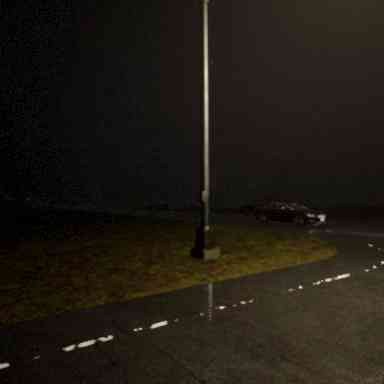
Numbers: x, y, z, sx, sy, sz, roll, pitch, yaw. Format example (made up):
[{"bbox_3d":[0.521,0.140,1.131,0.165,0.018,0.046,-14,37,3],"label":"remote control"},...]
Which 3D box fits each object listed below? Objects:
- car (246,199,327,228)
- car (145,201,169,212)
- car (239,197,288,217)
[{"bbox_3d":[6.103,1.376,21.081,2.128,1.511,4.902,2,-2,-34],"label":"car"},{"bbox_3d":[-5.340,2.145,50.318,1.882,1.535,5.008,2,-2,-34],"label":"car"},{"bbox_3d":[7.033,1.481,32.162,2.150,2.045,5.566,2,-2,-34],"label":"car"}]
